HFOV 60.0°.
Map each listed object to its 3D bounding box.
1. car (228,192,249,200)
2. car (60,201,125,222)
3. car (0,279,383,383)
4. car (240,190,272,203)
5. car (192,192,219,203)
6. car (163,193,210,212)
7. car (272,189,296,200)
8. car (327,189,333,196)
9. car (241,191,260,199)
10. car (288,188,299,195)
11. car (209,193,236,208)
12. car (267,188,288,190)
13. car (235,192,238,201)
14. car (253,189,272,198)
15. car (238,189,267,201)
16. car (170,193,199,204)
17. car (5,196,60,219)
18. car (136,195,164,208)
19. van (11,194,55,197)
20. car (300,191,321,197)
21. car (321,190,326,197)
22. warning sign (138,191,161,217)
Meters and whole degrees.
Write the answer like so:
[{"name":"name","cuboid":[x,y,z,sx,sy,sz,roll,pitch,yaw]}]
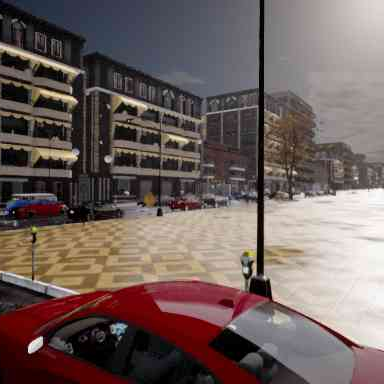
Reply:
[{"name":"car","cuboid":[8.470,0.649,60.567,1.947,1.339,4.313,2,2,35]},{"name":"car","cuboid":[-6.765,1.329,23.719,1.947,1.339,4.313,2,2,35]},{"name":"car","cuboid":[-0.324,1.544,3.095,4.507,1.381,1.887,0,0,35]},{"name":"car","cuboid":[9.044,0.876,46.639,2.008,1.369,4.403,2,2,35]},{"name":"car","cuboid":[2.146,0.807,51.397,2.008,1.369,4.403,2,2,35]},{"name":"car","cuboid":[-0.442,1.132,32.886,1.887,1.381,4.507,2,2,35]},{"name":"car","cuboid":[15.465,0.675,55.948,1.752,1.417,4.829,2,2,35]},{"name":"car","cuboid":[34.340,0.078,83.311,1.967,1.590,4.097,2,2,35]},{"name":"car","cuboid":[11.536,0.525,65.009,1.752,1.417,4.829,2,2,35]},{"name":"car","cuboid":[24.281,-0.030,83.481,2.192,1.841,5.009,2,2,35]},{"name":"car","cuboid":[2.720,1.050,37.470,2.008,1.369,4.403,2,2,35]},{"name":"car","cuboid":[15.670,0.569,60.835,1.837,1.490,4.892,1,1,35]},{"name":"car","cuboid":[7.591,0.723,54.575,1.812,1.442,4.674,1,1,35]},{"name":"car","cuboid":[14.797,0.226,69.729,2.192,1.841,5.009,2,2,35]},{"name":"car","cuboid":[9.740,0.717,52.229,2.128,1.511,4.902,1,1,35]},{"name":"car","cuboid":[-1.016,0.909,46.813,1.947,1.339,4.313,2,2,35]},{"name":"car","cuboid":[-12.069,1.294,26.245,1.994,1.385,4.181,1,1,34]},{"name":"car","cuboid":[-3.986,1.053,37.956,2.033,1.411,5.357,1,1,35]},{"name":"van","cuboid":[-13.661,1.035,28.471,1.690,1.788,3.998,2,2,35]},{"name":"car","cuboid":[24.854,0.445,69.562,2.008,1.369,4.403,2,2,35]},{"name":"car","cuboid":[28.015,0.360,74.145,2.008,1.369,4.403,2,2,35]},{"name":"warning sign","cuboid":[-3.150,0.851,24.811,1.300,1.860,1.060,-1,0,35]}]
